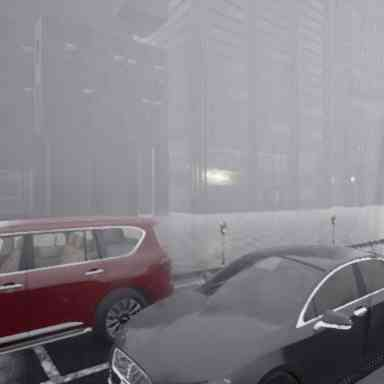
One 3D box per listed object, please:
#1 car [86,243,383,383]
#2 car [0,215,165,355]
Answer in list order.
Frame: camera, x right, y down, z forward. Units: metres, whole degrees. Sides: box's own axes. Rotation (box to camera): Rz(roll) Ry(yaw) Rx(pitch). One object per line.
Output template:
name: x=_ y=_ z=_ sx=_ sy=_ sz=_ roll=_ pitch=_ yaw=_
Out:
car: x=1.376 y=1.521 z=4.382 sx=4.892 sy=1.490 sz=1.837 roll=0 pitch=0 yaw=-36
car: x=-2.613 y=1.318 z=4.788 sx=5.009 sy=1.841 sz=2.192 roll=0 pitch=0 yaw=-36
